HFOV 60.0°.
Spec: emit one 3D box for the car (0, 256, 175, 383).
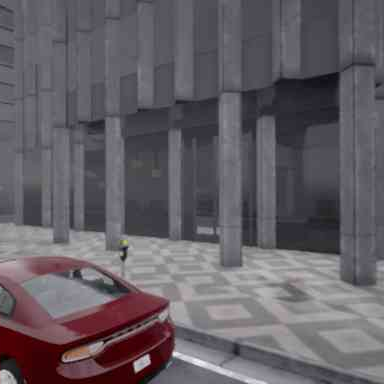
[{"bbox_3d":[-2.314,1.587,4.611,4.507,1.381,1.887,-1,0,36],"label":"car"}]
